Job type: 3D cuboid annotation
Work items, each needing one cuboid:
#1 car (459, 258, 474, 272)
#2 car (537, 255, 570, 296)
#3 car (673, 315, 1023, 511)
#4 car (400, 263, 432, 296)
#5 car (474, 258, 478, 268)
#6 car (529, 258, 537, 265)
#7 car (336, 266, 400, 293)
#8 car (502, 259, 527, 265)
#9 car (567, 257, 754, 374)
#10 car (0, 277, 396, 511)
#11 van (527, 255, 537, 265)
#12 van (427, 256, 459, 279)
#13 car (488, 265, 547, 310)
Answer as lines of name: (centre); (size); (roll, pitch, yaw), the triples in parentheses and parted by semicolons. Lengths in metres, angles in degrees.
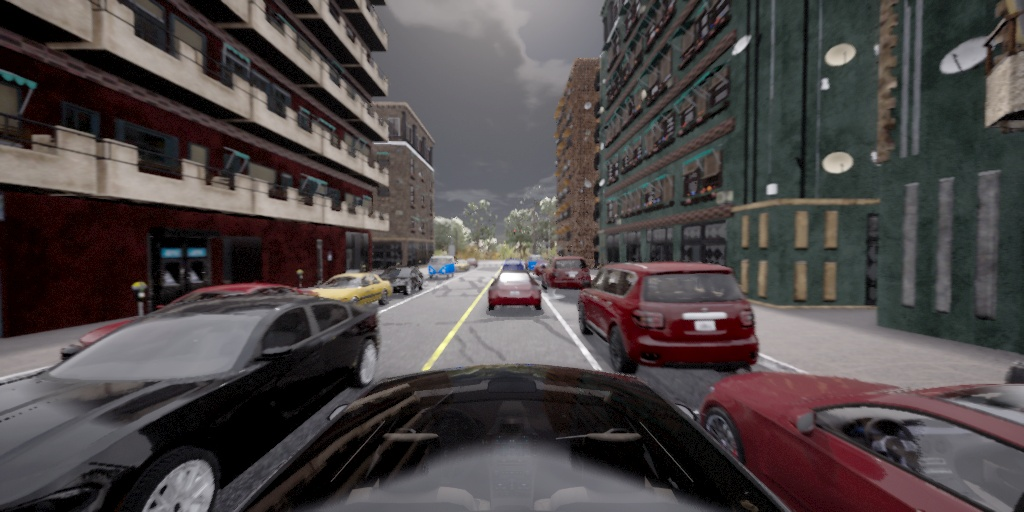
car: (-5.697, 0.997, 40.277); (1.751, 1.417, 4.829); (0, 0, 0)
car: (2.687, 0.947, 18.400); (2.192, 1.841, 5.009); (0, 0, 0)
car: (2.689, 1.331, 1.828); (1.802, 1.307, 4.207); (0, 0, 0)
car: (-5.694, 1.198, 18.350); (1.948, 1.339, 4.313); (0, 0, 0)
car: (-5.796, 0.973, 51.489); (1.802, 1.307, 4.207); (0, 0, 0)
car: (2.685, 1.098, 29.448); (1.888, 1.381, 4.507); (0, 0, 0)
car: (-5.693, 1.197, 12.657); (1.751, 1.417, 4.829); (0, 0, 0)
car: (0.095, 1.006, 32.741); (1.882, 1.535, 5.008); (0, 0, 0)
car: (2.689, 1.025, 7.352); (2.192, 1.841, 5.009); (0, 0, 0)
car: (-3.089, 1.212, 3.950); (1.882, 1.535, 5.008); (0, 0, 0)
van: (2.683, 0.813, 40.497); (1.690, 1.789, 3.998); (0, 0, 0)
van: (-5.695, 0.893, 29.399); (1.690, 1.789, 3.998); (0, 0, 0)
car: (0.098, 1.225, 14.294); (1.994, 1.385, 4.181); (0, 0, 0)
